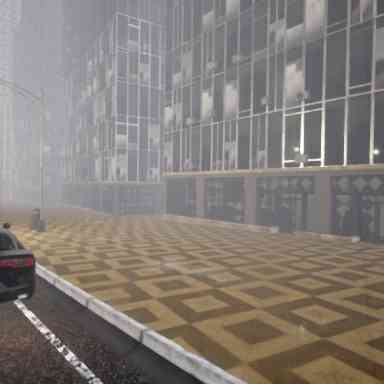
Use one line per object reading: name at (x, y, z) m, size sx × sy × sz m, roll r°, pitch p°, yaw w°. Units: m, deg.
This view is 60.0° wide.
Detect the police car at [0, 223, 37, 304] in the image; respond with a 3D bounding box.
police car at (-5.129, 1.423, 7.654) m, size 1.930 × 1.638 × 5.238 m, roll 0°, pitch 0°, yaw -39°
